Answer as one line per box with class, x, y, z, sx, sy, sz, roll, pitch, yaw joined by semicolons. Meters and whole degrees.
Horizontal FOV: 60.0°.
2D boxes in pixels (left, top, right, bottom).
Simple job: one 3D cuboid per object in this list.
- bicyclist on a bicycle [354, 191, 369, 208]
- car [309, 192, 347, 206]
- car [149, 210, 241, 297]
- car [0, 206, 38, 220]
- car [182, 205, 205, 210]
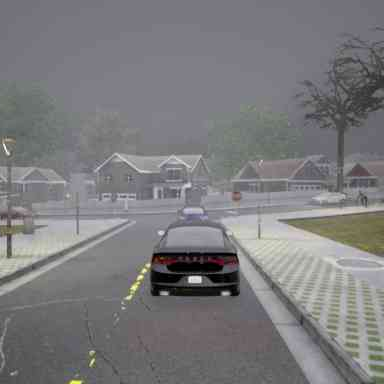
bicyclist on a bicycle;16.236;0.686;31.859;0.582;1.620;1.656;-2;2;-25
car;15.562;0.732;38.023;4.674;1.442;1.812;-2;2;-25
car;0.084;1.473;8.649;1.882;1.535;5.008;0;0;1
car;-18.202;2.192;34.473;4.674;1.442;1.812;-2;0;22
car;0.100;1.514;20.084;1.812;1.442;4.674;0;0;1
